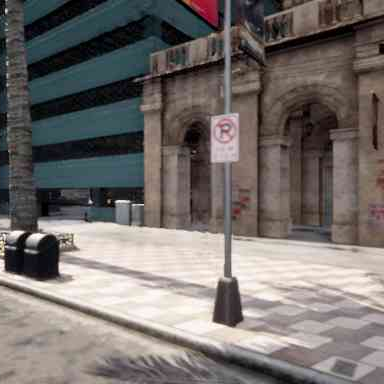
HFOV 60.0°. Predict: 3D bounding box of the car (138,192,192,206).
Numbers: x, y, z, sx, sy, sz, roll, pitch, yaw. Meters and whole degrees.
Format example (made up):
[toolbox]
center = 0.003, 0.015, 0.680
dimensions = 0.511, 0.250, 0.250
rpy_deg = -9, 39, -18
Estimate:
[car]
center = -2.032, 1.035, 27.201
dimensions = 5.566, 2.045, 2.435
rpy_deg = 0, 0, 36
